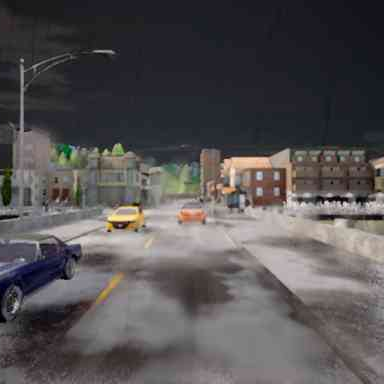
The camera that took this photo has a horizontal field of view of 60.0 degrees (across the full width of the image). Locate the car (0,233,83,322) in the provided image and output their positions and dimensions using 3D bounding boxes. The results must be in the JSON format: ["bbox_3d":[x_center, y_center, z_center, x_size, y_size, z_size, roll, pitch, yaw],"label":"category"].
[{"bbox_3d":[-4.120,1.679,7.521,1.895,1.301,4.718,0,-1,0],"label":"car"}]

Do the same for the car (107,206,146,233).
[{"bbox_3d":[-4.146,1.696,21.626,1.882,1.535,5.008,0,-1,0],"label":"car"}]

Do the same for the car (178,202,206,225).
[{"bbox_3d":[0.017,1.620,26.728,2.097,1.767,4.553,0,-1,0],"label":"car"}]
